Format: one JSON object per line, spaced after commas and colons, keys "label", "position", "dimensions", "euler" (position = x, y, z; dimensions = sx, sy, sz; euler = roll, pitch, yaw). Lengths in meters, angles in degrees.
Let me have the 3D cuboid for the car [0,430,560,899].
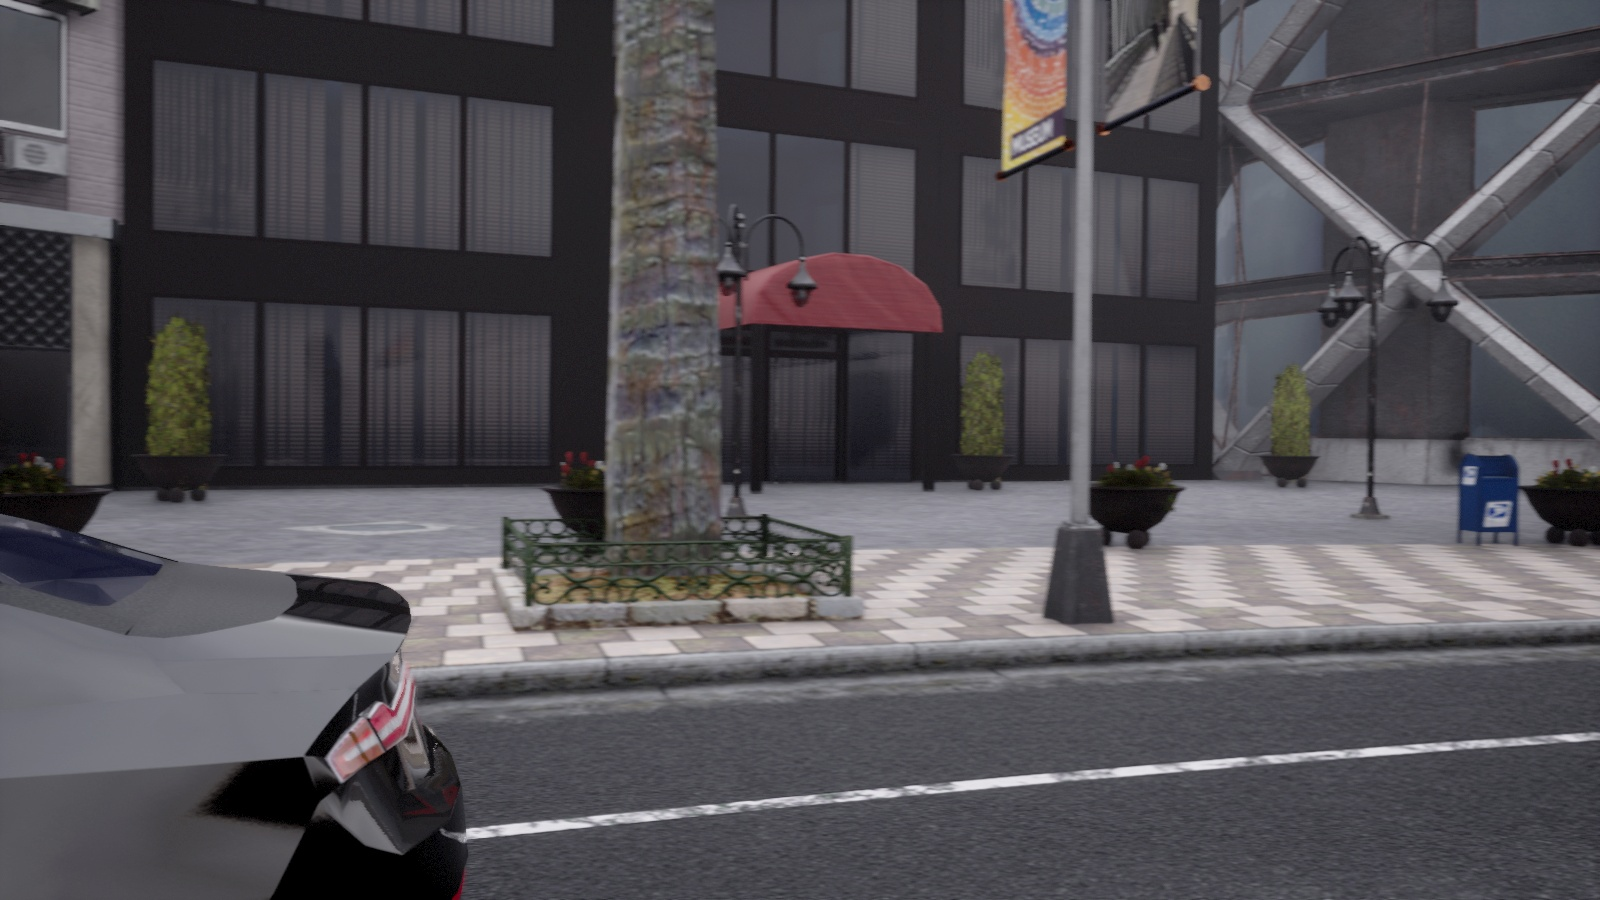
{"label": "car", "position": [-3.049, 0.752, 2.012], "dimensions": [4.902, 1.511, 2.128], "euler": [-1, 1, -23]}
